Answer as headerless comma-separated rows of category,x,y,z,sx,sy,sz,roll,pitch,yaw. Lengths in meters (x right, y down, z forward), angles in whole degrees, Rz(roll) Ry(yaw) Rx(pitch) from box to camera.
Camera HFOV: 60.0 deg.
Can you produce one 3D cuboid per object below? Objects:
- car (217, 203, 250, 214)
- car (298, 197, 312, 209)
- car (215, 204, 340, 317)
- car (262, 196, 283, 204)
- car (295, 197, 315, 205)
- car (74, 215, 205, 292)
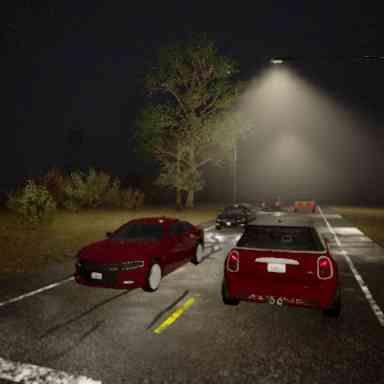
car,2.806,1.489,20.378,1.837,1.490,4.892,0,0,19
car,15.881,1.489,46.583,1.812,1.442,4.674,0,0,19
car,2.187,1.345,7.825,2.097,1.767,4.553,0,0,19
car,9.376,1.321,38.796,2.097,1.767,4.553,0,0,20
car,12.683,1.321,37.362,2.097,1.767,4.553,0,0,20
car,-1.135,1.471,9.279,1.882,1.535,5.008,0,0,20
